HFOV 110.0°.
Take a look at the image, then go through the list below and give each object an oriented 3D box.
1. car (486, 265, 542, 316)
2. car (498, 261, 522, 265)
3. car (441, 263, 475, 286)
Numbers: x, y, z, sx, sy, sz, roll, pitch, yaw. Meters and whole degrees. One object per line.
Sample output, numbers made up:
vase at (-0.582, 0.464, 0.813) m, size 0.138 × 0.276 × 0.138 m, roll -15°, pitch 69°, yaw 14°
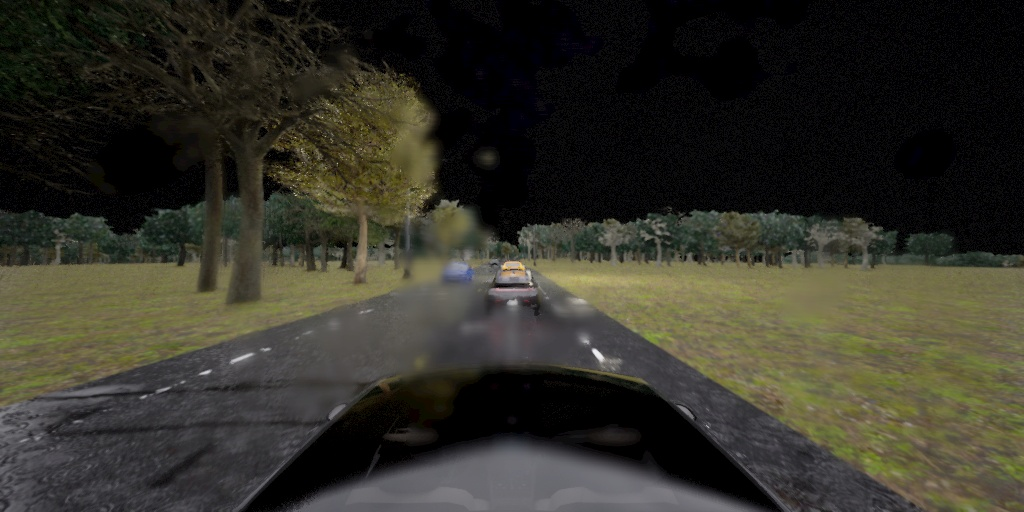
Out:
car at (0.073, 1.259, 13.466) m, size 2.128 × 1.511 × 4.902 m, roll 0°, pitch 0°, yaw 0°
car at (0.076, 1.207, 30.140) m, size 1.882 × 1.535 × 5.008 m, roll -1°, pitch 0°, yaw 0°
car at (-3.702, 1.228, 25.194) m, size 1.882 × 1.535 × 5.008 m, roll 0°, pitch 0°, yaw 0°
